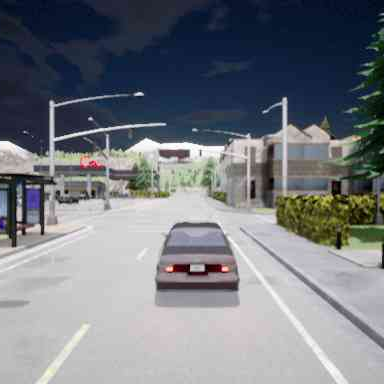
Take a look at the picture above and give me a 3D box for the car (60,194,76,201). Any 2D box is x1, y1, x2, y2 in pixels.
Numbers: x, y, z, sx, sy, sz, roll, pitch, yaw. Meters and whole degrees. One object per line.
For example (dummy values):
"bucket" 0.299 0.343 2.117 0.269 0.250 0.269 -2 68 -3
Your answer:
"car" -25.896 1.089 69.578 1.970 1.475 3.806 0 0 0

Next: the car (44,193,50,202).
"car" -25.842 0.882 61.097 1.932 1.855 4.605 0 0 0

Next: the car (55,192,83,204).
"car" -18.882 1.149 51.101 2.007 1.523 4.514 0 0 0

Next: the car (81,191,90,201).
"car" -22.571 0.810 68.972 1.905 1.878 3.866 0 0 0

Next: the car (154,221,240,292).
"car" 0.107 1.488 8.892 2.033 1.411 5.357 0 0 0
